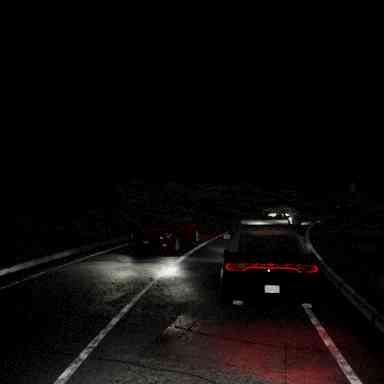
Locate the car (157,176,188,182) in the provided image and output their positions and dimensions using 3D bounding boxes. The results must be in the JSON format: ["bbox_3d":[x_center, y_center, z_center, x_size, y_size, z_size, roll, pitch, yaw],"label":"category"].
[{"bbox_3d":[-3.944,-2.150,60.229,4.892,1.521,2.231,2,-5,-30],"label":"car"}]

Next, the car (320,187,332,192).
[{"bbox_3d":[32.851,-0.282,84.997,4.553,1.767,2.185,4,-6,-38],"label":"car"}]

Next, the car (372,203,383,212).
[{"bbox_3d":[28.377,2.231,48.633,4.181,1.385,1.994,0,-4,-29],"label":"car"}]

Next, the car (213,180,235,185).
[{"bbox_3d":[5.605,-1.688,65.806,4.674,1.452,2.002,3,-5,-31],"label":"car"}]

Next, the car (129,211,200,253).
[{"bbox_3d":[-1.043,1.631,14.756,1.882,1.535,5.008,-1,-1,16],"label":"car"}]

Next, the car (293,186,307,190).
[{"bbox_3d":[24.102,-0.683,78.246,4.674,1.452,2.002,3,-6,-36],"label":"car"}]

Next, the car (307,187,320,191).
[{"bbox_3d":[28.429,-0.458,81.504,4.892,1.521,2.231,3,-6,-37],"label":"car"}]

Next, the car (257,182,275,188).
[{"bbox_3d":[14.917,-1.371,71.789,4.553,1.767,2.185,3,-5,-33],"label":"car"}]

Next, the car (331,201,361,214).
[{"bbox_3d":[19.311,1.881,41.746,4.553,1.767,2.097,1,-4,-41],"label":"car"}]

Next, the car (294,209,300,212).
[{"bbox_3d":[6.261,1.702,22.648,1.812,1.442,4.674,-2,-2,25],"label":"car"}]

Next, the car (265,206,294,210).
[{"bbox_3d":[4.180,1.567,17.514,1.801,1.575,5.366,-2,-1,19],"label":"car"}]

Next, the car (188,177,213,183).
[{"bbox_3d":[0.844,-1.952,62.968,4.892,1.521,2.231,2,-5,-30],"label":"car"}]

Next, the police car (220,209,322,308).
[{"bbox_3d":[1.782,1.454,8.186,1.930,1.638,5.238,-1,0,10],"label":"police car"}]

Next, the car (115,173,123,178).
[{"bbox_3d":[-13.445,-2.643,54.823,4.553,1.767,2.185,2,-5,-30],"label":"car"}]

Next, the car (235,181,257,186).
[{"bbox_3d":[10.303,-1.490,68.751,5.008,1.535,2.097,3,-5,-32],"label":"car"}]

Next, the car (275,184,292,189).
[{"bbox_3d":[19.625,-0.954,75.028,4.792,1.488,2.163,3,-6,-35],"label":"car"}]
